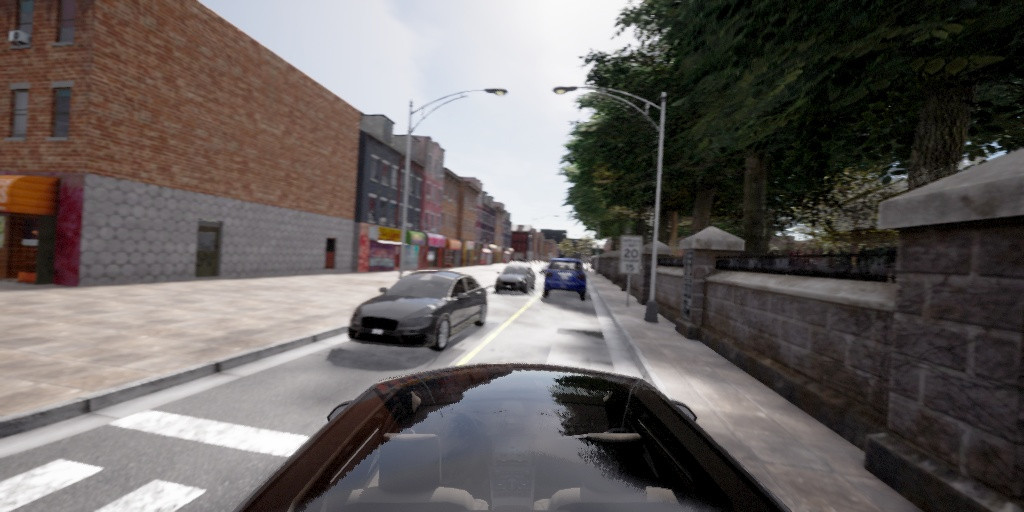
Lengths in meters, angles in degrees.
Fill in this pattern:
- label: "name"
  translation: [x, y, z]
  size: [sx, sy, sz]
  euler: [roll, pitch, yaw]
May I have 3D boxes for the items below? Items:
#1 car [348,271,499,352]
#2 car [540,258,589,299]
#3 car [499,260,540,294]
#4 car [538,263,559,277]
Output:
- label: "car"
  translation: [-1.928, 1.149, 8.855]
  size: [1.837, 1.490, 4.892]
  euler: [3, 0, 12]
- label: "car"
  translation: [3.043, 1.166, 20.074]
  size: [2.150, 2.045, 5.566]
  euler: [3, 0, 11]
- label: "car"
  translation: [0.284, 1.279, 20.867]
  size: [1.837, 1.490, 4.892]
  euler: [3, 2, 11]
- label: "car"
  translation: [4.426, 1.566, 42.760]
  size: [2.033, 1.411, 5.357]
  euler: [3, 0, 11]
